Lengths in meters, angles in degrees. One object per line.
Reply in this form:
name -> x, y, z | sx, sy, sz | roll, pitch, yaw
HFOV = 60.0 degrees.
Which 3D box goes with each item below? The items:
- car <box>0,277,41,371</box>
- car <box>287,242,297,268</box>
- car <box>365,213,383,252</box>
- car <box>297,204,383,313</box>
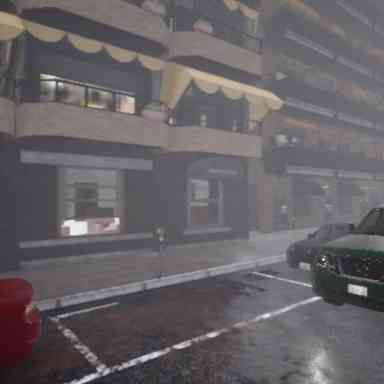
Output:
car -> -4.061, 1.636, 3.493 | 4.507, 1.381, 1.887 | 0, 0, -37
car -> 4.781, 1.614, 10.269 | 4.313, 1.339, 1.947 | 0, 0, -37
car -> 9.201, 1.578, 13.656 | 4.403, 1.369, 2.008 | 0, 0, -37
car -> 4.896, 1.236, 7.113 | 5.566, 2.045, 2.150 | 0, -1, -37
